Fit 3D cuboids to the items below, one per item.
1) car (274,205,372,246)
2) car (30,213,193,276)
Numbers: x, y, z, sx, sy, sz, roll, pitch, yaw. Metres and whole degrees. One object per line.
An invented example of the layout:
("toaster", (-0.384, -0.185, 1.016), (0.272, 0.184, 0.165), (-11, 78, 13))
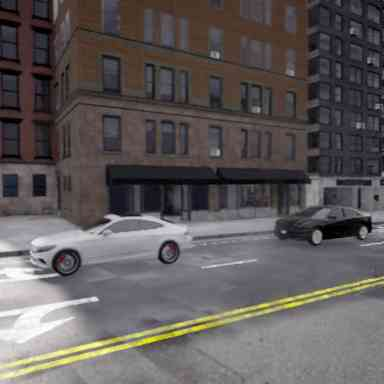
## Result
("car", (5.850, 1.337, 14.688), (5.008, 1.535, 1.882), (0, 1, -31))
("car", (-2.199, 1.384, 9.871), (4.674, 1.442, 1.812), (0, 1, -29))
